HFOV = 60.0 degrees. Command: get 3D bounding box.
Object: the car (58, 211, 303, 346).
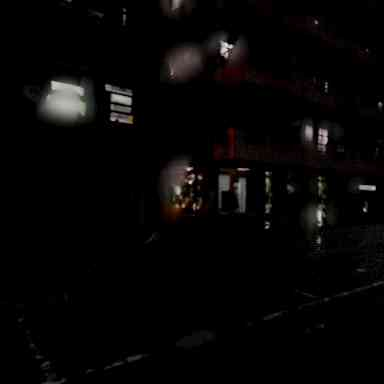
[{"bbox_3d":[0.103,1.354,6.610,5.009,1.841,2.192,1,1,-35],"label":"car"}]
